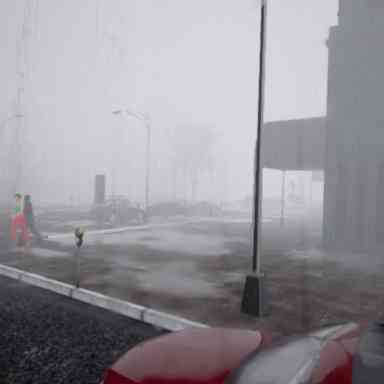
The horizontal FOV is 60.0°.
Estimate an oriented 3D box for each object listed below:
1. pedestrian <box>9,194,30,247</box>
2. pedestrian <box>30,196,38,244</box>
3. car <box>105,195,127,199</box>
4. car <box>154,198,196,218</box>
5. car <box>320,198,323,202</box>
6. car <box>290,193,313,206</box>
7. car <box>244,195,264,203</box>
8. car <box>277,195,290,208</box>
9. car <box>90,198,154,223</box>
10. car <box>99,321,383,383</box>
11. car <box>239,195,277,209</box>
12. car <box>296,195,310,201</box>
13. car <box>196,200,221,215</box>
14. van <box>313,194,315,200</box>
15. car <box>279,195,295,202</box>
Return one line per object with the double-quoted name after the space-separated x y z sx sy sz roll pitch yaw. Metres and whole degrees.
-5.943 0.949 11.438 0.375 1.860 0.375 2 2 35 "pedestrian"
-6.064 0.975 12.304 0.375 1.860 0.375 2 2 35 "pedestrian"
-8.294 1.039 34.164 1.967 1.590 4.097 2 1 36 "car"
-1.957 1.438 28.209 1.947 1.339 4.313 2 1 36 "car"
28.183 1.652 69.583 1.752 1.417 4.829 2 1 36 "car"
18.246 1.481 56.010 1.967 1.590 4.097 2 1 36 "car"
11.385 1.295 60.822 1.752 1.417 4.829 2 1 36 "car"
11.729 1.426 47.024 1.967 1.590 4.097 2 1 36 "car"
-5.196 1.396 23.786 2.008 1.369 4.403 2 1 36 "car"
1.128 1.579 2.057 4.206 1.307 1.802 1 2 35 "car"
8.479 1.274 42.524 2.192 1.841 5.009 2 1 36 "car"
27.783 1.437 83.215 1.752 1.417 4.829 2 1 36 "car"
1.280 1.481 32.630 1.802 1.307 4.206 2 1 36 "car"
31.168 1.283 87.828 1.690 1.788 3.998 2 1 36 "van"
21.324 1.421 74.394 1.947 1.339 4.313 2 1 36 "car"
